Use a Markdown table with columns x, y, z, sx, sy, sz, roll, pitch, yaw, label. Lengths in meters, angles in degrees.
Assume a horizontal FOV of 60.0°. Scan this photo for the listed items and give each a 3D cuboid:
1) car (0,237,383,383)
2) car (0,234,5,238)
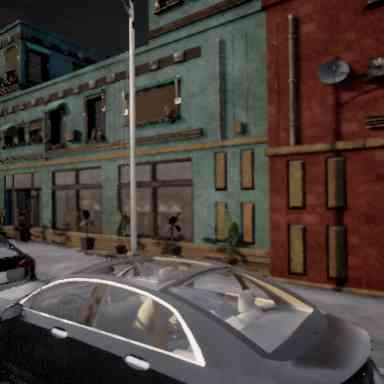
| x | y | z | sx | sy | sz | roll | pitch | yaw | label |
| --- | --- | --- | --- | --- | --- | --- | --- | --- | --- |
| -0.669 | 1.482 | 3.728 | 4.892 | 1.521 | 2.231 | 0 | 0 | 35 | car |
| -5.194 | 1.510 | 6.955 | 4.792 | 1.488 | 2.163 | 0 | 0 | 35 | car |
